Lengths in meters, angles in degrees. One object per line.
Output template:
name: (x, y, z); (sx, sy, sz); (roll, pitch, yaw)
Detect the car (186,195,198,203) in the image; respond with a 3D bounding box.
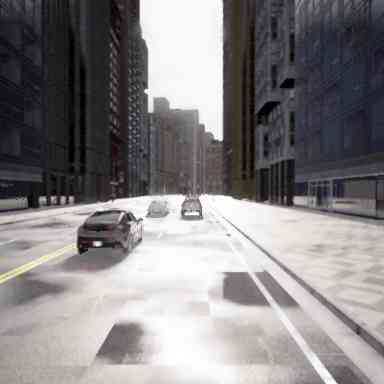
car: (-0.001, 1.255, 61.514); (2.163, 1.488, 4.792); (0, 0, 0)

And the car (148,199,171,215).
car: (-3.151, 1.434, 32.072); (1.812, 1.442, 4.674); (0, 0, 0)

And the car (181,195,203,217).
car: (0.000, 1.248, 30.316); (2.033, 1.649, 4.856); (0, 0, 0)

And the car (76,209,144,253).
car: (-3.150, 1.467, 13.502); (1.837, 1.490, 4.892); (0, 0, 0)
